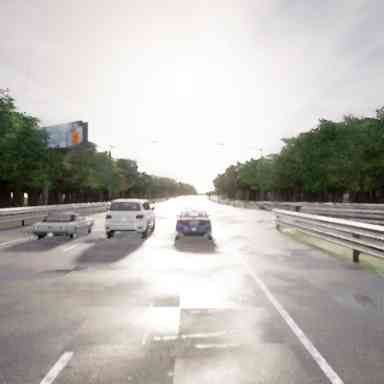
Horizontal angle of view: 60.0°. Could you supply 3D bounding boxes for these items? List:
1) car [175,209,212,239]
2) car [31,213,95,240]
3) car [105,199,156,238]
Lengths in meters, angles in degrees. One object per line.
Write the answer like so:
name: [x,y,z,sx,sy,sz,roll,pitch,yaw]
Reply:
car: [0.095,1.690,18.651,1.882,1.535,5.008,0,-1,0]
car: [-6.905,1.811,18.435,1.895,1.301,4.718,0,-1,0]
car: [-3.405,1.441,19.219,2.150,2.045,5.566,0,-1,0]
